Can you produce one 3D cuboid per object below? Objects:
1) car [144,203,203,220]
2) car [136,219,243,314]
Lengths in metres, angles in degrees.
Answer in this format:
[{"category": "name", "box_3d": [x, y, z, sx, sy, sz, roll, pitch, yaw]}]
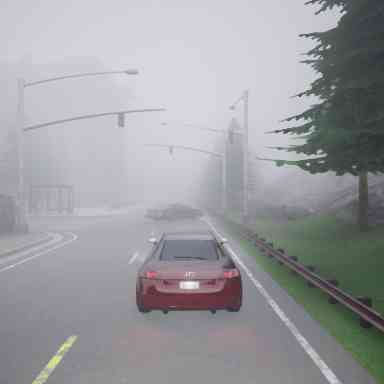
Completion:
[{"category": "car", "box_3d": [-1.323, 1.544, 25.803, 2.033, 1.411, 5.357, 0, 0, 38]}, {"category": "car", "box_3d": [-0.077, 1.564, 7.696, 1.994, 1.385, 4.181, 0, 0, -1]}]
